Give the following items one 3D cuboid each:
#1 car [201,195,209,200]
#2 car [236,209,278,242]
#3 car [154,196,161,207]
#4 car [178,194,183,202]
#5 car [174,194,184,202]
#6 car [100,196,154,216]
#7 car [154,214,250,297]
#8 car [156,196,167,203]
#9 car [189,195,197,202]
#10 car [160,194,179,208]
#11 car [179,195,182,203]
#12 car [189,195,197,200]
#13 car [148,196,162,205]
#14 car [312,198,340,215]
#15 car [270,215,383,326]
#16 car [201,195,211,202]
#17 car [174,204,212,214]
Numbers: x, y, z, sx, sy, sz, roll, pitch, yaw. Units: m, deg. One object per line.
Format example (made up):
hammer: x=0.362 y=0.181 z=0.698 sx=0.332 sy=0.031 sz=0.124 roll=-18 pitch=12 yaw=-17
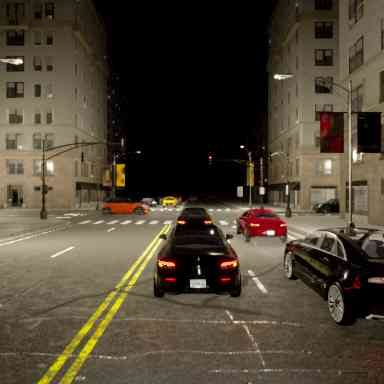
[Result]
car: x=3.427 y=1.443 z=88.491 sx=1.994 sy=1.385 sz=4.181 roll=0 pitch=0 yaw=0
car: x=3.280 y=1.529 z=16.131 sx=1.812 sy=1.442 sz=4.674 roll=0 pitch=0 yaw=0
car: x=-6.471 y=1.566 z=49.138 sx=2.033 sy=1.411 sz=5.357 roll=0 pitch=0 yaw=4
car: x=-3.125 y=1.374 z=68.215 sx=2.097 sy=1.767 sz=4.553 roll=0 pitch=0 yaw=0
car: x=-3.094 y=1.354 z=78.177 sx=2.097 sy=1.767 sz=4.553 roll=0 pitch=0 yaw=0
car: x=-6.292 y=1.353 z=31.570 sx=4.553 sy=1.767 sz=2.097 roll=0 pitch=0 yaw=0
car: x=0.113 y=1.527 z=8.436 sx=1.812 sy=1.442 sz=4.674 roll=0 pitch=0 yaw=0
car: x=-6.363 y=1.548 z=69.030 sx=1.812 sy=1.442 sz=4.674 roll=0 pitch=0 yaw=0
car: x=0.157 y=1.614 z=78.524 sx=1.895 sy=1.301 sz=4.718 roll=0 pitch=0 yaw=0
car: x=-3.256 y=1.496 z=49.426 sx=1.882 sy=1.535 sz=5.008 roll=0 pitch=0 yaw=-1
car: x=-3.212 y=1.622 z=58.764 sx=1.895 sy=1.301 sz=4.718 roll=0 pitch=0 yaw=0
car: x=0.177 y=1.443 z=88.497 sx=1.994 sy=1.385 sz=4.181 roll=0 pitch=0 yaw=0
car: x=-6.462 y=1.526 z=58.877 sx=1.837 sy=1.490 sz=4.892 roll=0 pitch=0 yaw=0
car: x=14.829 y=1.411 z=34.388 sx=4.553 sy=1.767 sz=2.097 roll=0 pitch=0 yaw=1
car: x=3.351 y=1.493 z=7.036 sx=2.128 sy=1.511 sz=4.902 roll=0 pitch=0 yaw=1
car: x=3.406 y=1.558 z=78.071 sx=2.033 sy=1.411 sz=5.357 roll=0 pitch=0 yaw=0
car: x=0.132 y=1.530 z=17.345 sx=1.812 sy=1.442 sz=4.674 roll=0 pitch=0 yaw=0
